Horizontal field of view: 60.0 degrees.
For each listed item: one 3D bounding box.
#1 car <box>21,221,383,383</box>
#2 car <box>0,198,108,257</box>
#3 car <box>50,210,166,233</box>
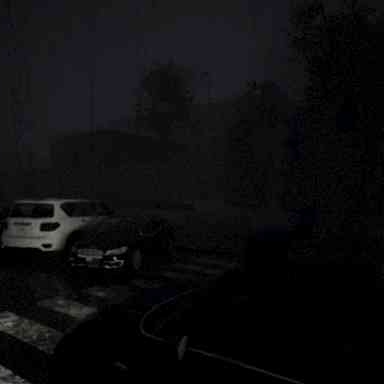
[{"bbox_3d":[0.804,1.353,2.803,4.553,1.767,2.097,0,0,36],"label":"car"},{"bbox_3d":[-4.433,1.254,12.681,2.435,2.045,5.566,0,-1,16],"label":"car"},{"bbox_3d":[-2.000,1.500,10.922,2.231,1.521,4.892,0,-1,15],"label":"car"}]
